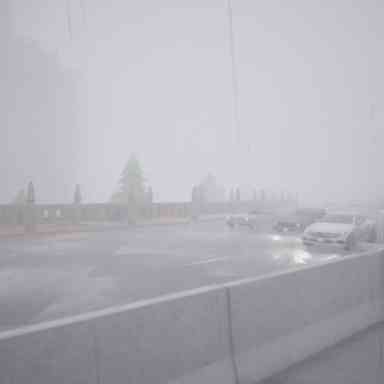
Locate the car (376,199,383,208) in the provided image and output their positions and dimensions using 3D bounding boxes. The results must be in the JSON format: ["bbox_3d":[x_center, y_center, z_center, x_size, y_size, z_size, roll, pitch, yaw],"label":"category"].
[{"bbox_3d":[28.597,1.775,49.273,2.128,1.511,4.902,0,-1,20],"label":"car"}]

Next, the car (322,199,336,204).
[{"bbox_3d":[24.390,1.928,59.277,1.812,1.442,4.674,0,-1,15],"label":"car"}]

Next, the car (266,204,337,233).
[{"bbox_3d":[6.798,1.641,19.756,2.033,1.411,5.357,0,-1,43],"label":"car"}]

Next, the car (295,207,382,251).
[{"bbox_3d":[6.592,1.587,14.587,1.812,1.442,4.674,0,0,44],"label":"car"}]

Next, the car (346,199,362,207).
[{"bbox_3d":[27.041,1.900,55.668,2.033,1.411,5.357,0,-1,17],"label":"car"}]

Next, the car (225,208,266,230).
[{"bbox_3d":[4.238,1.714,22.172,1.895,1.301,4.718,0,-1,42],"label":"car"}]
